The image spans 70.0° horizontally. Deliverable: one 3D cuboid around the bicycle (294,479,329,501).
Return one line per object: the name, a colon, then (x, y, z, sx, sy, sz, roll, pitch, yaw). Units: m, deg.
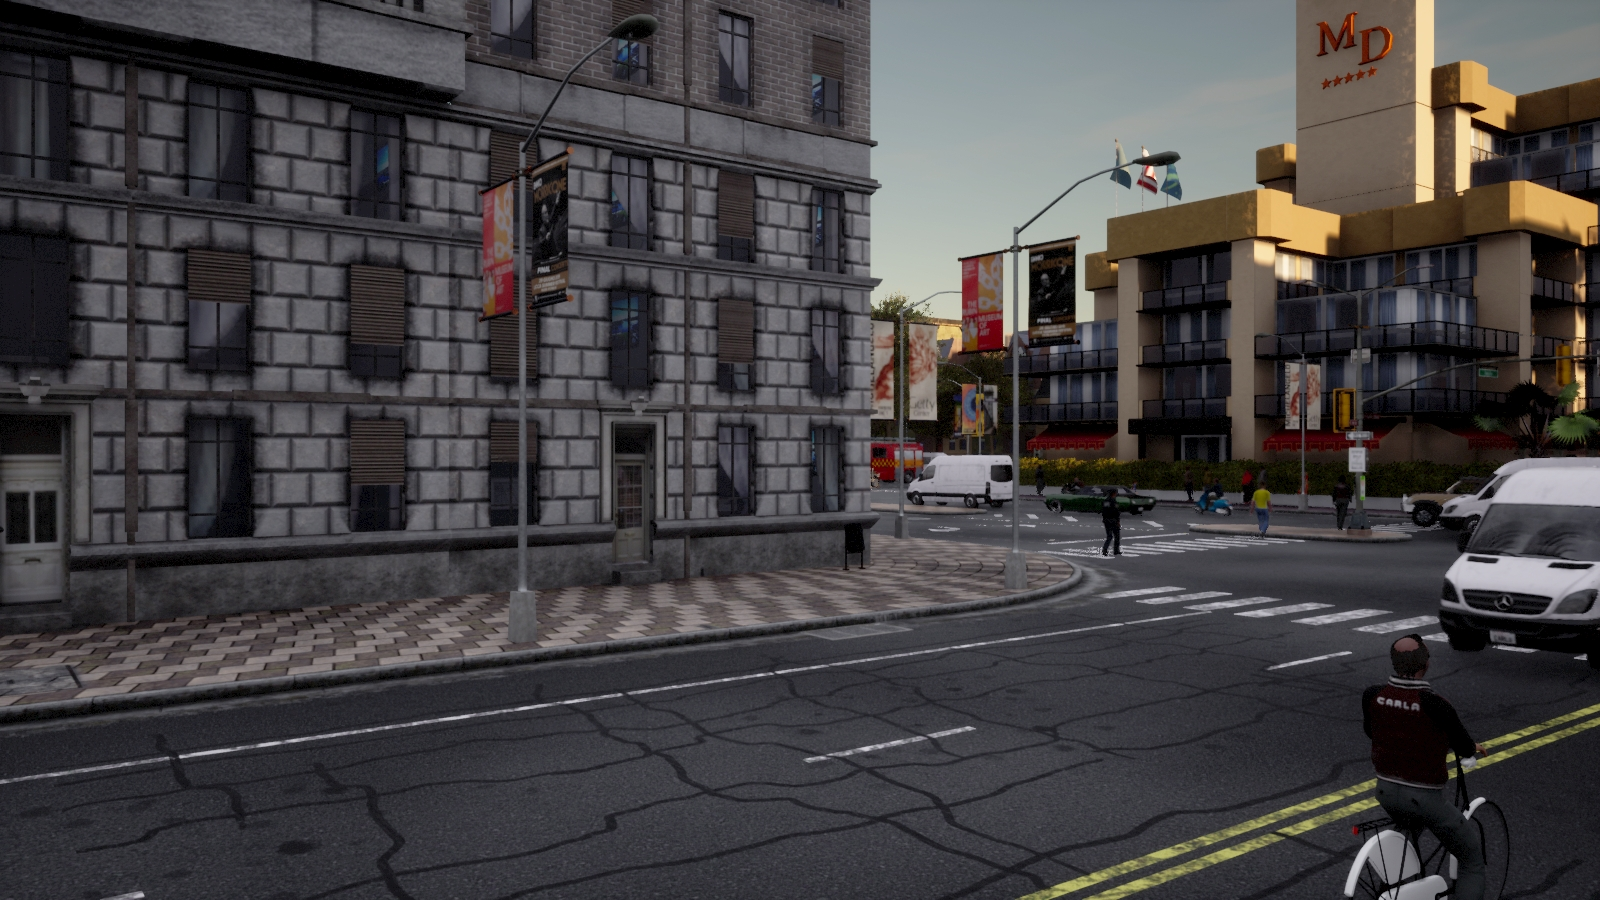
bicycle: (-27.365, 2.246, 63.964, 1.835, 1.171, 0.329, -1, -6, 7)

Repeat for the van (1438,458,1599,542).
van: (23.578, 1.532, 36.092, 5.915, 2.561, 1.988, -1, -1, 28)

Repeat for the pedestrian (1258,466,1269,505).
pedestrian: (22.138, 1.696, 54.559, 0.375, 1.860, 0.375, 0, 0, 39)

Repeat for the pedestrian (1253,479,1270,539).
pedestrian: (14.530, 1.849, 35.967, 0.375, 1.860, 0.375, 0, 0, 43)

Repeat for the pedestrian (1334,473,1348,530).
pedestrian: (17.858, 1.704, 37.723, 0.375, 1.860, 0.375, 0, 0, 31)

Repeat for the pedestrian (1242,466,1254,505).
pedestrian: (21.659, 1.696, 55.210, 0.375, 1.860, 0.375, 0, 0, -31)

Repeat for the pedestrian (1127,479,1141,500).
pedestrian: (17.607, 2.076, 60.184, 0.500, 1.100, 0.500, 0, 0, -34)

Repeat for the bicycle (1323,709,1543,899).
bicycle: (3.626, 2.210, 6.476, 1.835, 1.171, 0.329, 0, 0, -35)

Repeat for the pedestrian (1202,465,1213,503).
pedestrian: (20.121, 1.698, 56.424, 0.375, 1.860, 0.375, 0, 0, -36)

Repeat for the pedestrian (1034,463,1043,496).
pedestrian: (13.671, 1.698, 65.514, 0.375, 1.860, 0.375, 0, 0, -37)

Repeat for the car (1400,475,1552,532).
car: (24.265, 1.864, 41.196, 4.605, 1.855, 1.932, 0, 1, 29)

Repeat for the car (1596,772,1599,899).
car: (4.999, 1.754, 3.274, 6.274, 2.098, 2.390, 0, 0, -34)

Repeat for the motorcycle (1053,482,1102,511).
motorcycle: (13.212, 2.205, 54.430, 0.867, 1.251, 2.209, 0, 1, -37)

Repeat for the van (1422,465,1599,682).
van: (11.411, 1.534, 16.437, 5.915, 2.561, 1.988, 0, 0, -36)

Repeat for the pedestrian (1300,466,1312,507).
pedestrian: (23.422, 1.696, 52.900, 0.375, 1.860, 0.375, 0, 0, -41)

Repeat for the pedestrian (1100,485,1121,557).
pedestrian: (8.139, 1.849, 29.950, 0.375, 1.860, 0.375, 0, 0, -38)

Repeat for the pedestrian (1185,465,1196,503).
pedestrian: (19.584, 1.696, 57.318, 0.375, 1.860, 0.375, 0, 0, -31)

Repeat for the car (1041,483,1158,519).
car: (12.796, 2.155, 49.128, 1.895, 1.301, 4.718, 0, 0, -37)
